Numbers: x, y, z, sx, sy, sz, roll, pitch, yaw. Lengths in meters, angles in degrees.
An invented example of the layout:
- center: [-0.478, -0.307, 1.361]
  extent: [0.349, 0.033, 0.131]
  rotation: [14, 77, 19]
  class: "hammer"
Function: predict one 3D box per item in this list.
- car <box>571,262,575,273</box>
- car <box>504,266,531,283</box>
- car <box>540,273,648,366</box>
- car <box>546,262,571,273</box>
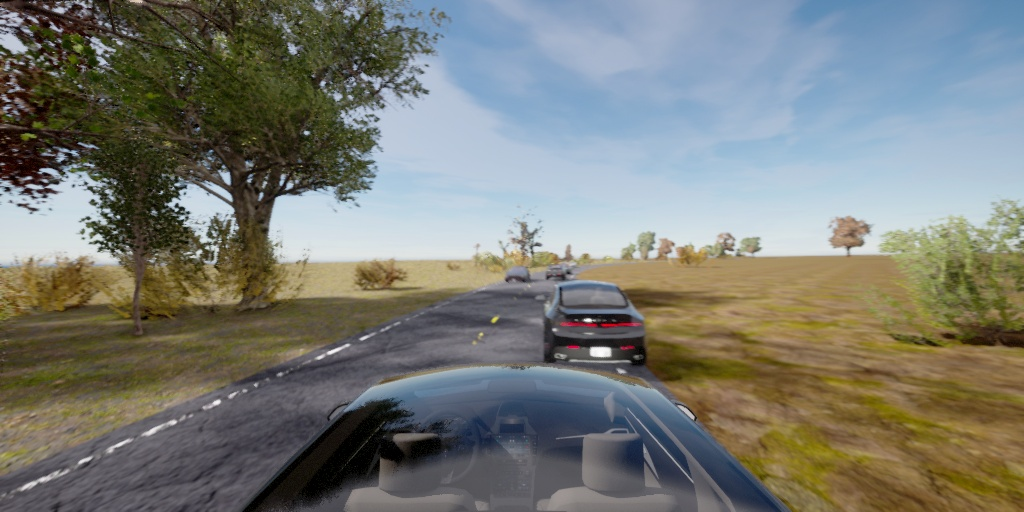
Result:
- center: [6.850, 1.765, 47.830]
  extent: [1.994, 1.385, 4.181]
  rotation: [-1, -1, 14]
  class: "car"
- center: [0.609, 1.648, 32.512]
  extent: [2.033, 1.411, 5.357]
  rotation: [-1, -1, 10]
  class: "car"
- center: [1.620, 1.314, 8.148]
  extent: [1.837, 1.490, 4.892]
  rotation: [-1, -1, 5]
  class: "car"
- center: [4.477, 1.590, 36.088]
  extent: [2.128, 1.511, 4.902]
  rotation: [-1, -1, 11]
  class: "car"
